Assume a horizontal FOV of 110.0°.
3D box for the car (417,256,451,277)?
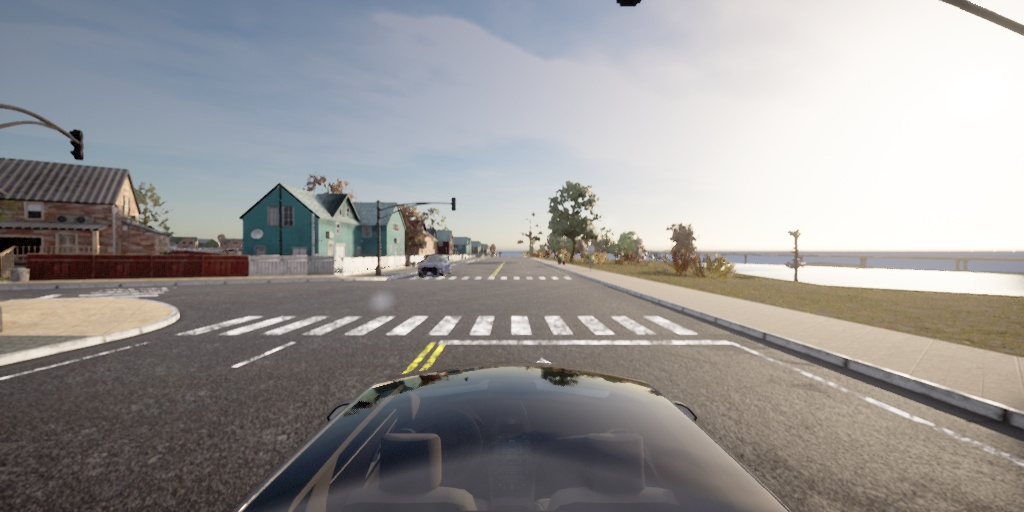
[{"bbox_3d":[-6.504,0.775,30.405,2.097,1.767,4.553,0,0,0],"label":"car"}]
